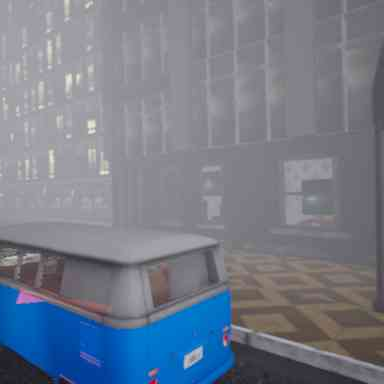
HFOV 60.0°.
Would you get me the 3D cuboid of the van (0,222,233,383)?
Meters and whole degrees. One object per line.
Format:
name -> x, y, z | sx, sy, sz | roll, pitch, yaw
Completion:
van -> -1.426, 1.344, 4.312 | 3.998, 1.788, 1.690 | -1, 0, 39
